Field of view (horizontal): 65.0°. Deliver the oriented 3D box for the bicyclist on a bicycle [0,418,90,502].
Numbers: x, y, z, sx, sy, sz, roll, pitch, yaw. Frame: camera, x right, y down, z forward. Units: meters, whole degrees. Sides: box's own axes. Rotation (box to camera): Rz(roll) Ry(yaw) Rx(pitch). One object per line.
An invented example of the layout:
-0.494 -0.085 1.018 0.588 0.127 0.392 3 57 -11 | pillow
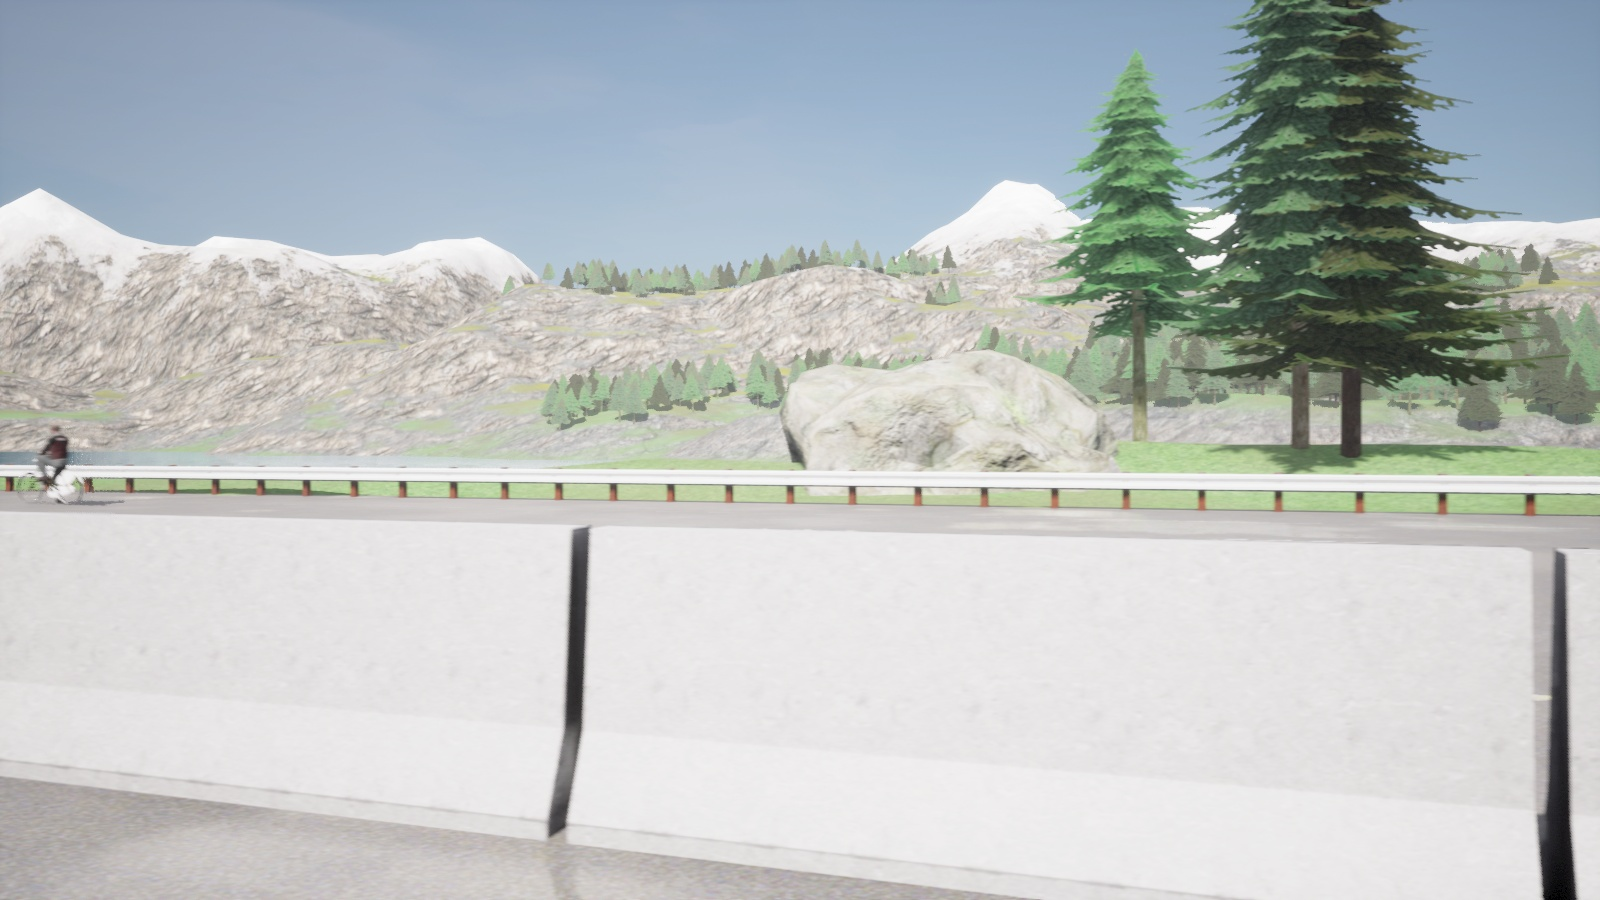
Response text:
-16.341 0.201 27.153 1.843 1.776 0.659 1 1 19 | bicyclist on a bicycle
